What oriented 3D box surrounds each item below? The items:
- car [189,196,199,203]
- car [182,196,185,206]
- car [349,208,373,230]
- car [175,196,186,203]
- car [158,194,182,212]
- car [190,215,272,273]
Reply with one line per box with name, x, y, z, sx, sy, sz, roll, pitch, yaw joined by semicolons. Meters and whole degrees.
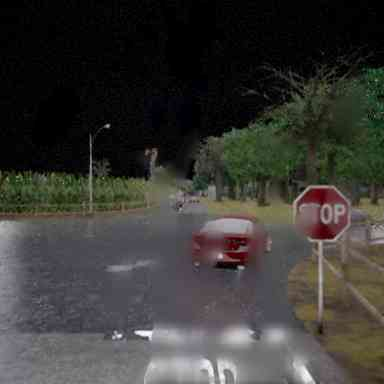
car;0.457;1.604;72.685;1.994;1.385;4.181;0;0;0
car;-2.563;1.249;49.657;2.150;2.045;5.566;0;0;1
car;9.719;1.742;22.662;4.674;1.442;1.812;1;-1;9
car;-2.327;1.586;70.391;2.033;1.411;5.357;0;0;0
car;-2.667;1.241;39.290;2.150;2.045;5.566;0;0;1
car;1.449;1.479;10.910;1.882;1.535;5.008;0;0;18
